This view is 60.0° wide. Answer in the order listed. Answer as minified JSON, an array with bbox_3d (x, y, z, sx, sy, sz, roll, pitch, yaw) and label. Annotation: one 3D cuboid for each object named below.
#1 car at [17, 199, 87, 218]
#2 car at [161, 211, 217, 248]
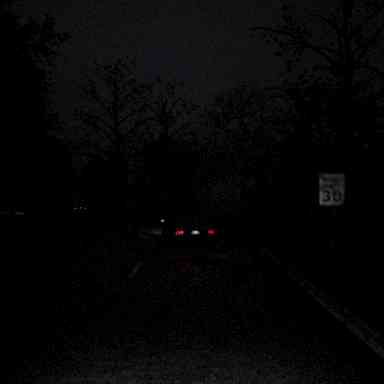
[{"bbox_3d":[-11.145,1.244,26.606,5.357,1.411,2.033,2,-1,14],"label":"car"},{"bbox_3d":[-0.293,1.572,14.917,2.033,1.411,5.357,0,0,-10],"label":"car"}]
